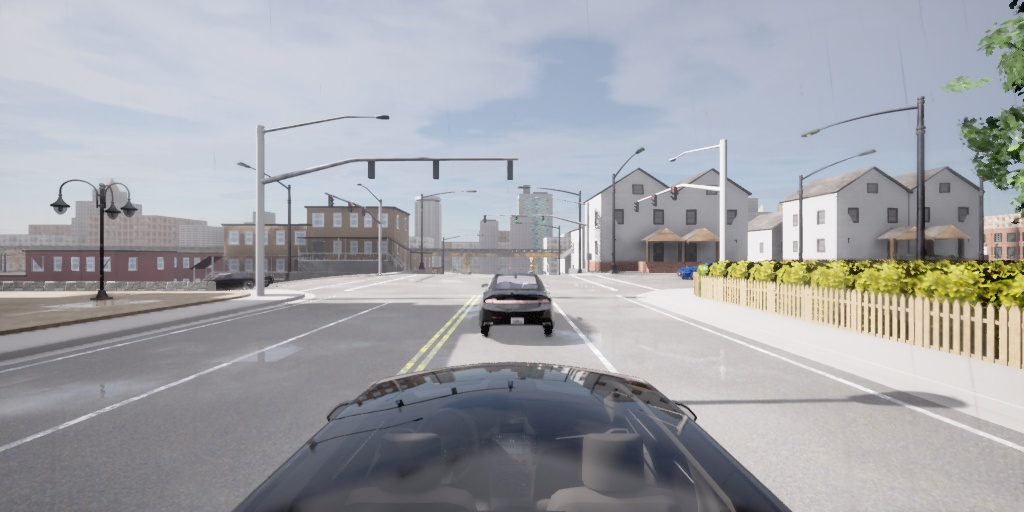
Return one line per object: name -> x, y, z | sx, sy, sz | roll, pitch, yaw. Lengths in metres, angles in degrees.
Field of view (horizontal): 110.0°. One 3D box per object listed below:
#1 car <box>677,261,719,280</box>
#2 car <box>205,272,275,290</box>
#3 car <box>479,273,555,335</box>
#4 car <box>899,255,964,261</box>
car -> 16.655, 1.228, 30.356 | 5.008, 1.535, 1.882 | 0, 0, -1
car -> -20.153, 1.858, 26.187 | 4.718, 1.301, 1.895 | -4, 0, -1
car -> 0.114, 1.242, 10.487 | 2.128, 1.511, 4.902 | 0, 0, 0
car -> 32.060, 0.971, 26.850 | 5.566, 2.045, 2.150 | 0, 0, -1
